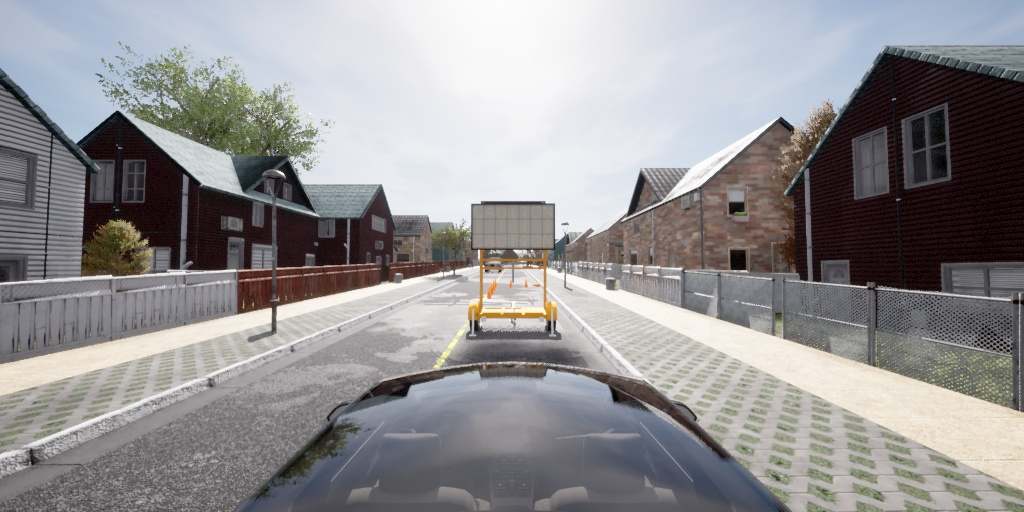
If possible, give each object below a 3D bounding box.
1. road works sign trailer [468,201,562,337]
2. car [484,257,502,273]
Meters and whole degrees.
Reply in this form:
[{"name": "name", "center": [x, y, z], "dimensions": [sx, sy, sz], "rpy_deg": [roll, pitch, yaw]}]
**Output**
[{"name": "road works sign trailer", "center": [0.034, 0.226, 10.362], "dimensions": [2.380, 3.560, 2.880], "rpy_deg": [0, 0, 1]}, {"name": "car", "center": [-2.559, 1.178, 48.784], "dimensions": [2.150, 2.045, 5.566], "rpy_deg": [0, 0, 0]}]
